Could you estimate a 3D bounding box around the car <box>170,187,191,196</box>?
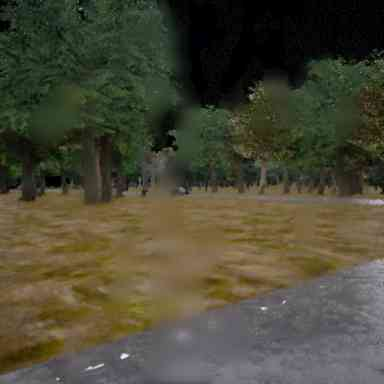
[{"bbox_3d":[-2.038,-0.112,57.521,1.994,1.385,4.181,-2,2,-36],"label":"car"}]
